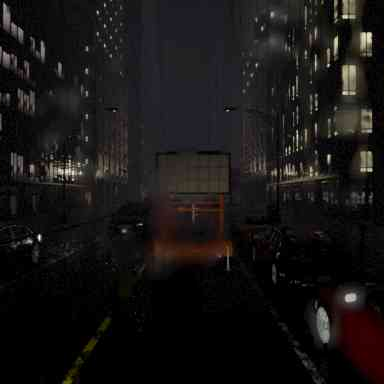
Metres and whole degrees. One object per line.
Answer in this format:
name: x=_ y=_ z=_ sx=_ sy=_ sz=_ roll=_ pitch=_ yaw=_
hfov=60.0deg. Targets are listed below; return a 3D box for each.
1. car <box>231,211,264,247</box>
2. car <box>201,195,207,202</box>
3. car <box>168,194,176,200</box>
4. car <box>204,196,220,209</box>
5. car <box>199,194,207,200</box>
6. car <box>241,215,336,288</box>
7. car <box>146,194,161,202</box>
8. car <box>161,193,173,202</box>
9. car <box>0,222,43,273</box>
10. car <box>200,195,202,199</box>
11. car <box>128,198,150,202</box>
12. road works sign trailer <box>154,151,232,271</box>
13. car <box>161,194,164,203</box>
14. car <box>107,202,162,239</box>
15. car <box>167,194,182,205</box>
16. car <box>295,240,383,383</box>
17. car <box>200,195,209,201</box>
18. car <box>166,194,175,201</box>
car: x=2.759 y=1.522 z=14.853 sx=1.752 sy=1.417 sz=4.829 roll=0 pitch=0 yaw=0
car: x=2.926 y=1.530 z=54.406 sx=1.802 sy=1.307 sz=4.206 roll=1 pitch=0 yaw=0
car: x=-5.311 y=1.388 z=88.339 sx=1.752 sy=1.417 sz=4.829 roll=1 pitch=0 yaw=0
car: x=2.878 y=1.533 z=43.057 sx=1.947 sy=1.339 sz=4.313 roll=0 pitch=0 yaw=0
car: x=3.094 y=1.389 z=94.129 sx=1.887 sy=1.381 sz=4.507 roll=1 pitch=0 yaw=0
car: x=2.734 y=1.550 z=9.006 sx=2.008 sy=1.369 sz=4.403 roll=0 pitch=0 yaw=0
car: x=-5.502 y=1.407 z=43.105 sx=1.967 sy=1.590 sz=4.097 roll=0 pitch=0 yaw=0
car: x=-5.380 y=1.226 z=71.482 sx=2.192 sy=1.841 sz=5.009 roll=1 pitch=0 yaw=0
car: x=-5.646 y=1.550 z=9.049 sx=2.008 sy=1.369 sz=4.403 roll=0 pitch=0 yaw=0
car: x=2.950 y=1.519 z=60.080 sx=1.802 sy=1.307 sz=4.206 roll=1 pitch=0 yaw=0
car: x=-5.551 y=1.527 z=31.752 sx=1.887 sy=1.381 sz=4.507 roll=0 pitch=0 yaw=0
road works sign trailer: x=0.046 y=0.463 z=10.928 sx=2.380 sy=3.560 sz=2.880 roll=0 pitch=0 yaw=0
car: x=-5.477 y=1.274 z=48.780 sx=2.192 sy=1.841 sz=5.009 roll=0 pitch=0 yaw=0
car: x=-3.028 y=1.487 z=17.384 sx=2.128 sy=1.511 sz=4.902 roll=0 pitch=0 yaw=0
car: x=-2.833 y=1.541 z=58.503 sx=1.895 sy=1.301 sz=4.718 roll=0 pitch=0 yaw=1
car: x=2.710 y=1.545 z=3.332 sx=1.887 sy=1.381 sz=4.507 roll=0 pitch=0 yaw=0
car: x=3.046 y=1.445 z=82.779 sx=1.947 sy=1.339 sz=4.313 roll=1 pitch=0 yaw=0
car: x=-5.333 y=1.320 z=82.833 sx=1.967 sy=1.590 sz=4.097 roll=1 pitch=0 yaw=0
